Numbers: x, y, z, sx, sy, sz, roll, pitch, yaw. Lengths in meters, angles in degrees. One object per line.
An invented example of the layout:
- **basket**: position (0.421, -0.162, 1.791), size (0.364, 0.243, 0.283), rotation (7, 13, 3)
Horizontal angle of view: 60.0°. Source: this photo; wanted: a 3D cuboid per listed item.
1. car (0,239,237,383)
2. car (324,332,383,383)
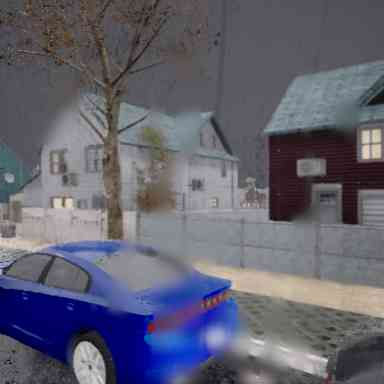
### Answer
- **car**: position (-1.742, 1.496, 5.207), size (5.008, 1.535, 1.882), rotation (0, 0, 36)
- **car**: position (3.136, 1.534, 1.713), size (4.674, 1.442, 1.812), rotation (0, 0, 36)
